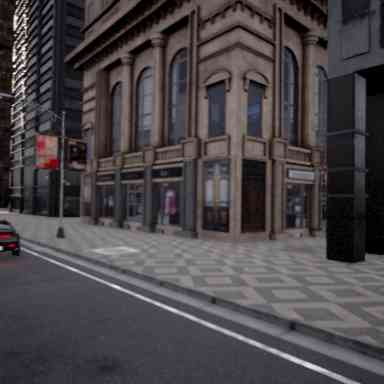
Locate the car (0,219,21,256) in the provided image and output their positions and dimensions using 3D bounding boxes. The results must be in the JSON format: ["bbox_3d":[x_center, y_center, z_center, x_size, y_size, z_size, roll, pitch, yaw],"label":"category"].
[{"bbox_3d":[-8.844,1.899,14.349,1.837,1.490,4.892,2,-2,-41],"label":"car"}]
